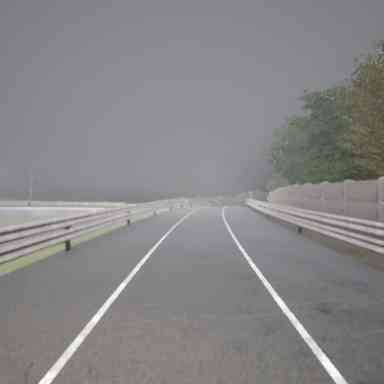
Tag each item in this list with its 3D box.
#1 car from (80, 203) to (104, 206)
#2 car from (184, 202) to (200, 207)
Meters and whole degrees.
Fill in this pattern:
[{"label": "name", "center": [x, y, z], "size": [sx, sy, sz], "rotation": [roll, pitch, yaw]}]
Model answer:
[{"label": "car", "center": [-23.542, 3.086, 78.344], "size": [5.357, 1.411, 2.033], "rotation": [2, -4, -27]}, {"label": "car", "center": [-0.098, 3.859, 94.003], "size": [5.566, 2.045, 2.150], "rotation": [4, -5, -44]}]
